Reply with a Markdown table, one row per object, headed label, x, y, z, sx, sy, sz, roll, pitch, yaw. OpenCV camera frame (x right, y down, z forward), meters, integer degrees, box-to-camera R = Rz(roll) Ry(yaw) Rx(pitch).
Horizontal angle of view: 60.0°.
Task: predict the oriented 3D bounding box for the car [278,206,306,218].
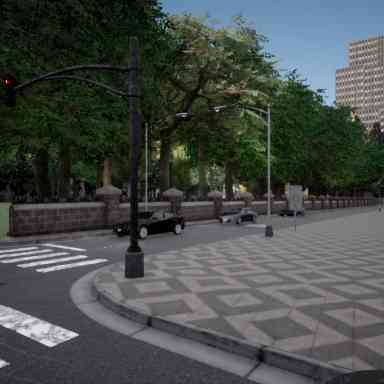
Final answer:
| label | x | y | z | sx | sy | sz | roll | pitch | yaw |
| --- | --- | --- | --- | --- | --- | --- | --- | --- | --- |
| car | 12.338 | 2.412 | 40.599 | 2.033 | 1.411 | 5.357 | 0 | -1 | 35 |

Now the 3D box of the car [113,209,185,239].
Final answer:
| label | x | y | z | sx | sy | sz | roll | pitch | yaw |
| --- | --- | --- | --- | --- | --- | --- | --- | --- | --- |
| car | -2.422 | 1.809 | 19.721 | 1.882 | 1.535 | 5.008 | 0 | -1 | 35 |

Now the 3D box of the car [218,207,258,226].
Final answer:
| label | x | y | z | sx | sy | sz | roll | pitch | yaw |
| --- | --- | --- | --- | --- | --- | --- | --- | --- | --- |
| car | 4.075 | 2.054 | 28.929 | 2.128 | 1.511 | 4.902 | 0 | -1 | 35 |

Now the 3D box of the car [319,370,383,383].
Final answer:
| label | x | y | z | sx | sy | sz | roll | pitch | yaw |
| --- | --- | --- | --- | --- | --- | --- | --- | --- | --- |
| car | 2.523 | 1.551 | 1.163 | 4.403 | 1.369 | 2.008 | 0 | 0 | 36 |
